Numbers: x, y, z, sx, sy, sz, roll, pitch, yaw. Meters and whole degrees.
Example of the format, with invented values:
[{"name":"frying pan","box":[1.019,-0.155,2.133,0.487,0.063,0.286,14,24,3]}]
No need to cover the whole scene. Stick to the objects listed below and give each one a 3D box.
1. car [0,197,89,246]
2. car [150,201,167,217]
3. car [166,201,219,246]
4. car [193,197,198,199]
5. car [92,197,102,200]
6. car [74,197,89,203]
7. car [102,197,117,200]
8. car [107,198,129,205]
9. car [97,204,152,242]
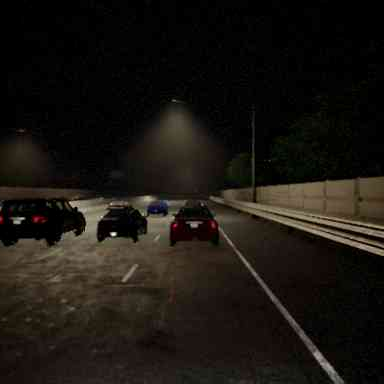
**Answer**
[{"name":"car","box":[-6.897,1.294,15.825,2.150,2.045,5.566,0,0,0]},{"name":"car","box":[-3.392,1.623,33.784,1.882,1.535,5.008,0,0,0]},{"name":"car","box":[0.101,1.425,15.933,2.097,1.767,4.553,0,0,0]},{"name":"car","box":[0.107,1.623,33.783,1.882,1.535,5.008,0,0,0]},{"name":"car","box":[-20.980,1.736,73.879,1.812,1.442,4.674,0,0,0]},{"name":"car","box":[-24.480,1.807,73.849,1.895,1.301,4.718,0,0,0]},{"name":"car","box":[-17.480,1.772,73.046,2.128,1.511,4.902,0,0,0]},{"name":"car","box":[-6.894,1.631,32.186,2.128,1.511,4.902,0,0,0]},{"name":"car","box":[-3.398,1.582,16.842,1.837,1.490,4.892,0,0,0]}]
